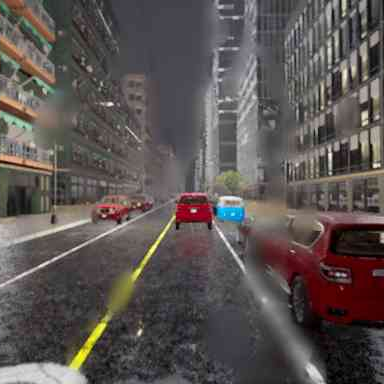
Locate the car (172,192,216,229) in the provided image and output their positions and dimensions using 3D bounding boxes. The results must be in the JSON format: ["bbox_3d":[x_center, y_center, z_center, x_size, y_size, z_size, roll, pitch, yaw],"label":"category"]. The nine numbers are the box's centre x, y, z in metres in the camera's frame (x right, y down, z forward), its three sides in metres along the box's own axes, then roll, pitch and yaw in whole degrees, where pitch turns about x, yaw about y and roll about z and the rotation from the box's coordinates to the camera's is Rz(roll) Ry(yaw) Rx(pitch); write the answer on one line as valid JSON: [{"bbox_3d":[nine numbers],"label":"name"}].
[{"bbox_3d":[0.098,1.134,21.139,2.150,2.045,5.566,0,0,0],"label":"car"}]

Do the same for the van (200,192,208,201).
[{"bbox_3d":[2.668,0.996,75.197,1.690,1.788,3.998,1,0,0],"label":"van"}]

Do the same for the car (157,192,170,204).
[{"bbox_3d":[-5.676,1.056,58.228,2.192,1.841,5.009,1,0,0],"label":"car"}]

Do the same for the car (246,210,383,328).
[{"bbox_3d":[2.709,1.287,6.824,2.192,1.841,5.009,1,0,0],"label":"car"}]

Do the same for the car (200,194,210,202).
[{"bbox_3d":[2.665,1.229,69.500,1.887,1.381,4.507,1,0,0],"label":"car"}]

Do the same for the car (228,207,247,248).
[{"bbox_3d":[2.704,1.499,12.522,2.008,1.369,4.403,1,0,0],"label":"car"}]

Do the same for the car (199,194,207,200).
[{"bbox_3d":[2.663,1.192,80.896,1.947,1.339,4.313,1,0,0],"label":"car"}]

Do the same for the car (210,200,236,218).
[{"bbox_3d":[2.678,1.441,29.616,1.947,1.339,4.313,1,0,0],"label":"car"}]

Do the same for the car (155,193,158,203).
[{"bbox_3d":[-5.677,1.263,41.134,1.967,1.590,4.097,1,0,0],"label":"car"}]

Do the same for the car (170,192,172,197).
[{"bbox_3d":[-5.683,1.249,69.625,1.947,1.339,4.313,1,0,0],"label":"car"}]

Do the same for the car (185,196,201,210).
[{"bbox_3d":[0.097,1.326,41.302,1.837,1.490,4.892,0,0,0],"label":"car"}]

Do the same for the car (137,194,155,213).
[{"bbox_3d":[-5.674,1.164,35.434,2.192,1.841,5.009,1,0,0],"label":"car"}]

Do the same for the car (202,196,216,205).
[{"bbox_3d":[2.666,1.335,52.407,1.947,1.339,4.313,1,0,0],"label":"car"}]

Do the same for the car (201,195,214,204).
[{"bbox_3d":[2.665,1.307,58.105,1.947,1.339,4.313,1,0,0],"label":"car"}]

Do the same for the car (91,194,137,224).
[{"bbox_3d":[-5.672,1.215,24.038,2.192,1.841,5.009,1,0,0],"label":"car"}]

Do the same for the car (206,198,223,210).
[{"bbox_3d":[2.667,1.405,41.011,1.802,1.307,4.206,1,0,0],"label":"car"}]

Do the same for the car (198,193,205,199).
[{"bbox_3d":[2.664,1.009,92.291,1.967,1.590,4.097,1,0,0],"label":"car"}]

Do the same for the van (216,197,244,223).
[{"bbox_3d":[2.717,1.242,23.918,1.690,1.788,3.998,1,0,0],"label":"van"}]
